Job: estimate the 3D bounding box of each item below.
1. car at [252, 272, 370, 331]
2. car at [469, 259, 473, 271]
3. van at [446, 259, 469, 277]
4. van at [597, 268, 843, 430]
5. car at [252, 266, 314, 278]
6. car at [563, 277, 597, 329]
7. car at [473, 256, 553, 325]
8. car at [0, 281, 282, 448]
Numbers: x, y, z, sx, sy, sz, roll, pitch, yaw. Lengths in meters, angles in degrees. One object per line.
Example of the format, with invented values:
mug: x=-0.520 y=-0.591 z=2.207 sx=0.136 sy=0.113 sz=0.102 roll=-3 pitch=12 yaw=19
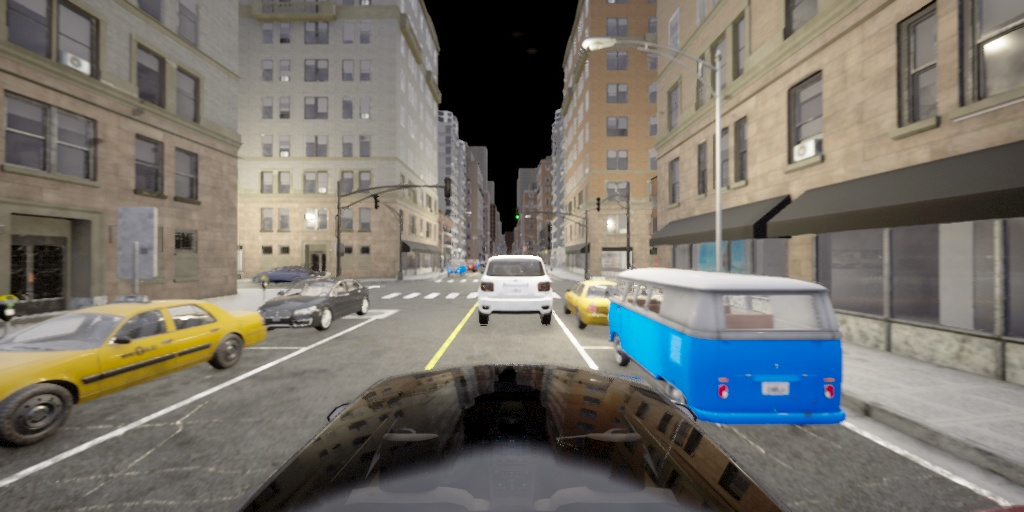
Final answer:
car: x=-5.870 y=1.356 z=11.111 sx=2.007 sy=1.370 sz=4.403 roll=0 pitch=0 yaw=0
car: x=-5.921 y=1.338 z=49.479 sx=2.192 sy=1.841 sz=5.009 roll=0 pitch=0 yaw=0
van: x=-5.906 y=1.303 z=38.306 sx=1.690 sy=1.789 sz=3.998 roll=0 pitch=0 yaw=0
van: x=2.663 y=1.113 z=5.471 sx=1.690 sy=1.789 sz=3.998 roll=0 pitch=0 yaw=0
car: x=-16.698 y=1.437 z=26.491 sx=4.181 sy=1.385 sz=1.994 roll=0 pitch=0 yaw=1
car: x=2.655 y=1.330 z=11.310 sx=1.751 sy=1.417 sz=4.829 roll=0 pitch=0 yaw=0
car: x=0.063 y=1.030 z=12.249 sx=2.150 sy=2.045 sz=5.566 roll=0 pitch=-1 yaw=-1
car: x=-5.862 y=1.298 z=5.273 sx=1.751 sy=1.417 sz=4.829 roll=0 pitch=0 yaw=0
